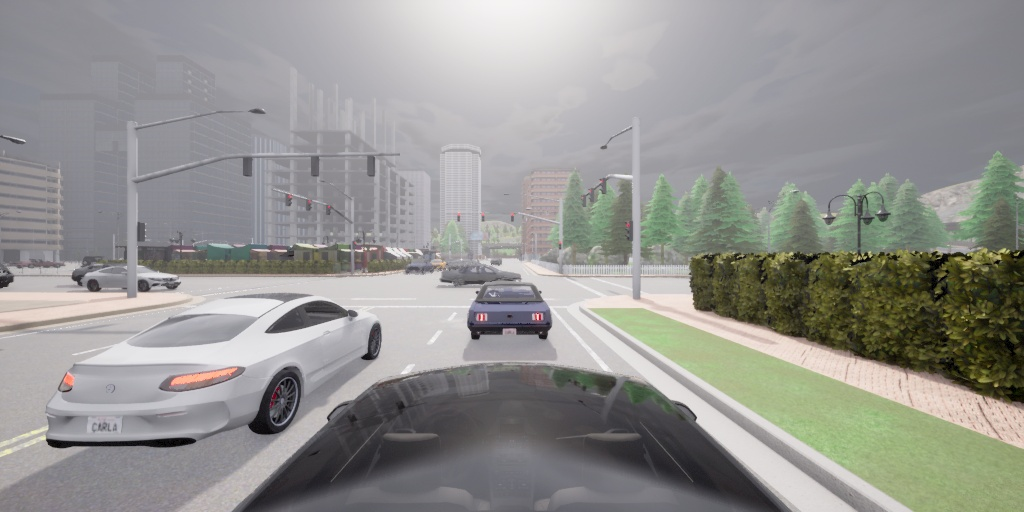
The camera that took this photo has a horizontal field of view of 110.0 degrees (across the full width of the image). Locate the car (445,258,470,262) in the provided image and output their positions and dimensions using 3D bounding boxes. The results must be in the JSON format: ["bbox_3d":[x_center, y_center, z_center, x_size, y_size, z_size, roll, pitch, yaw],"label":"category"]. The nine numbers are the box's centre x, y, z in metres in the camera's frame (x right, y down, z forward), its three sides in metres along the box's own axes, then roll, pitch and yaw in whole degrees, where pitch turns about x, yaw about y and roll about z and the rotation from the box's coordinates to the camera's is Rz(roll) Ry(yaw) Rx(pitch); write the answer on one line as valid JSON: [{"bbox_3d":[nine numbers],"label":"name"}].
[{"bbox_3d":[-7.075,1.255,46.901,1.837,1.490,4.892,0,0,0],"label":"car"}]

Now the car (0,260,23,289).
[{"bbox_3d":[-33.026,0.971,21.039,5.566,2.045,2.150,0,0,2],"label":"car"}]

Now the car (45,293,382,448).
[{"bbox_3d":[-3.505,1.276,5.362,1.812,1.442,4.674,0,0,-1],"label":"car"}]

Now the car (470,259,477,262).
[{"bbox_3d":[-7.052,1.255,56.011,1.837,1.490,4.892,0,0,0],"label":"car"}]

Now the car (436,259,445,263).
[{"bbox_3d":[-10.566,1.228,50.524,1.882,1.535,5.008,0,0,0],"label":"car"}]

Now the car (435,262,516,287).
[{"bbox_3d":[-2.015,1.297,23.704,5.357,1.411,2.033,0,0,2],"label":"car"}]

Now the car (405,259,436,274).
[{"bbox_3d":[-10.713,1.102,41.561,2.097,1.767,4.553,0,0,3],"label":"car"}]

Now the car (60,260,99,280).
[{"bbox_3d":[-26.814,1.241,24.372,4.902,1.511,2.128,0,0,2],"label":"car"}]

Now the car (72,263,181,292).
[{"bbox_3d":[-21.967,1.276,20.758,4.674,1.442,1.812,0,0,2],"label":"car"}]

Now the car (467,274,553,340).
[{"bbox_3d":[-0.089,1.351,9.969,1.895,1.301,4.718,0,0,-1],"label":"car"}]
